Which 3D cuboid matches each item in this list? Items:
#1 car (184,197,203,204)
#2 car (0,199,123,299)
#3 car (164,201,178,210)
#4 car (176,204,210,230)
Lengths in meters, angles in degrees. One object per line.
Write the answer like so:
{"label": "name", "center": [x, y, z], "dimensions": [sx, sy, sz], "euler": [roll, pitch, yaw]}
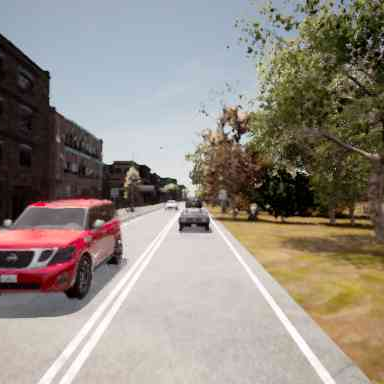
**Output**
{"label": "car", "center": [0.210, 1.606, 42.885], "dimensions": [2.150, 2.045, 5.566], "euler": [0, -1, 0]}
{"label": "car", "center": [-3.341, 1.237, 8.846], "dimensions": [2.150, 2.045, 5.566], "euler": [0, 0, 0]}
{"label": "car", "center": [-3.159, 2.076, 51.568], "dimensions": [1.812, 1.442, 4.674], "euler": [0, -1, 1]}
{"label": "car", "center": [0.133, 1.694, 21.687], "dimensions": [1.895, 1.301, 4.718], "euler": [0, -1, 0]}
